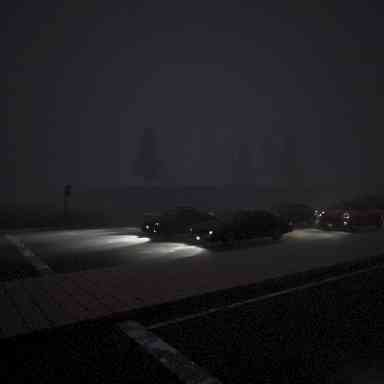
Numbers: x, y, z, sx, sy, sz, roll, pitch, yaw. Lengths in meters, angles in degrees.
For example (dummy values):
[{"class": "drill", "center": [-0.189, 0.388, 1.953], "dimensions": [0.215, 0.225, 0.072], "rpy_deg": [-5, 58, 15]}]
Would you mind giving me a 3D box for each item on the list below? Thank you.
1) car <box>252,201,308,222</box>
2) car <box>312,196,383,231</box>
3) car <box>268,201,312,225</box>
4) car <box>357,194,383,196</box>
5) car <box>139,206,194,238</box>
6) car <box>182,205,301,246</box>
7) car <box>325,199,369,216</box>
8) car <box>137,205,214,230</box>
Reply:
[{"class": "car", "center": [7.324, 1.505, 27.465], "dimensions": [4.892, 1.490, 1.837], "rpy_deg": [0, 0, -35]}, {"class": "car", "center": [9.902, 1.352, 20.716], "dimensions": [4.553, 1.767, 2.097], "rpy_deg": [0, 0, -35]}, {"class": "car", "center": [6.539, 1.505, 22.633], "dimensions": [4.892, 1.490, 1.837], "rpy_deg": [0, 0, -35]}, {"class": "car", "center": [15.157, 1.221, 28.735], "dimensions": [5.566, 2.045, 2.150], "rpy_deg": [0, 0, -35]}, {"class": "car", "center": [-0.582, 1.564, 17.650], "dimensions": [4.181, 1.385, 1.994], "rpy_deg": [0, 0, -35]}, {"class": "car", "center": [2.428, 1.547, 15.493], "dimensions": [5.357, 1.411, 2.033], "rpy_deg": [0, 0, -35]}, {"class": "car", "center": [15.623, 1.505, 33.359], "dimensions": [4.892, 1.490, 1.837], "rpy_deg": [0, 0, -35]}, {"class": "car", "center": [-0.986, 1.601, 21.636], "dimensions": [4.718, 1.301, 1.895], "rpy_deg": [0, 0, -35]}]
